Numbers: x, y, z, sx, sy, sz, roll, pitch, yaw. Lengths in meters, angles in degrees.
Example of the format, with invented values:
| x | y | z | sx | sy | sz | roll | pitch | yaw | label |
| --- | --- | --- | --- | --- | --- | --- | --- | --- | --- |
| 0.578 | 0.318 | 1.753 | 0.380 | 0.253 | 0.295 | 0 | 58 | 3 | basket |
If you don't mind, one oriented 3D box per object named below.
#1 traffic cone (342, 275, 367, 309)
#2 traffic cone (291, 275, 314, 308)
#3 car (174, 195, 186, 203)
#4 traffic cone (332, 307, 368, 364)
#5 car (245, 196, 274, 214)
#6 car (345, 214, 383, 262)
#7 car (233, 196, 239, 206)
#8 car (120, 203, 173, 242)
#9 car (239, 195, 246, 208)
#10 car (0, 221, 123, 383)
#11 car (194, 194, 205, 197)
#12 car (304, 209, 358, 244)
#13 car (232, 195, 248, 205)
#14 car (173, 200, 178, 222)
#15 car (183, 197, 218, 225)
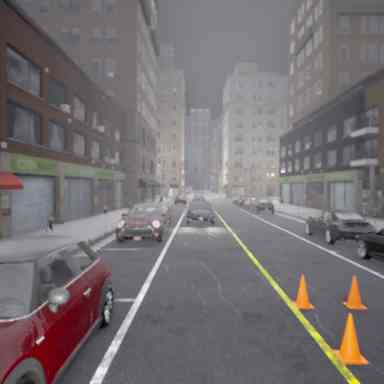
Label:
| x | y | z | sx | sy | sz | roll | pitch | yaw | label |
| --- | --- | --- | --- | --- | --- | --- | --- | --- | --- |
| 3.153 | 1.917 | 6.458 | 0.340 | 0.580 | 0.340 | 0 | 1 | 1 | traffic cone |
| 2.153 | 1.909 | 6.472 | 0.340 | 0.580 | 0.340 | 0 | 1 | 1 | traffic cone |
| -1.634 | 1.050 | 48.569 | 1.887 | 1.381 | 4.507 | 0 | 1 | 1 | car |
| 2.124 | 1.928 | 4.472 | 0.340 | 0.580 | 0.340 | 0 | 1 | 1 | traffic cone |
| 6.663 | 1.293 | 31.692 | 2.008 | 1.369 | 4.403 | 0 | 1 | 1 | car |
| 6.333 | 1.525 | 9.352 | 1.947 | 1.339 | 4.313 | 0 | 1 | 1 | car |
| 6.827 | 1.196 | 42.863 | 1.947 | 1.339 | 4.313 | 0 | 1 | 1 | car |
| -2.121 | 1.277 | 15.059 | 1.967 | 1.590 | 4.097 | 0 | 1 | 1 | car |
| 6.748 | 1.210 | 37.447 | 1.752 | 1.417 | 4.829 | 0 | 1 | 1 | car |
| -2.283 | 1.383 | 3.889 | 1.967 | 1.590 | 4.097 | 0 | 1 | 1 | car |
| 1.124 | 1.030 | 54.592 | 1.994 | 1.385 | 4.181 | 0 | 1 | 1 | car |
| 6.416 | 1.457 | 14.937 | 2.008 | 1.369 | 4.403 | 0 | 1 | 1 | car |
| 6.910 | 1.156 | 48.448 | 1.802 | 1.307 | 4.206 | 0 | 1 | 1 | car |
| -2.039 | 1.366 | 20.645 | 1.802 | 1.307 | 4.206 | 0 | 1 | 1 | car |
| 0.558 | 1.296 | 22.028 | 1.837 | 1.490 | 4.892 | 0 | 1 | 1 | car |
